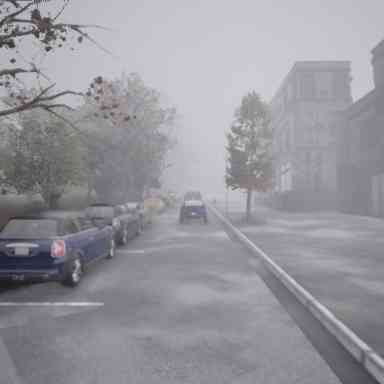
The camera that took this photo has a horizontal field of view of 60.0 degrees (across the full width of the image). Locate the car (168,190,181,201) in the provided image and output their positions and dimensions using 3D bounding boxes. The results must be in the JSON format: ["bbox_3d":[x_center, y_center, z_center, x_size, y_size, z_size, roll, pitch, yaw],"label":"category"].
[{"bbox_3d":[-3.643,0.952,59.593,2.097,1.535,5.008,0,0,2],"label":"car"}]

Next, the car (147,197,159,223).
[{"bbox_3d":[-3.650,1.333,20.596,2.231,1.521,4.892,0,0,2],"label":"car"}]

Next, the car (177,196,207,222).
[{"bbox_3d":[0.104,1.293,24.710,1.882,1.535,5.008,0,0,0],"label":"car"}]

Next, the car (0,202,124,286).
[{"bbox_3d":[-3.653,1.302,9.428,2.185,1.767,4.553,0,0,2],"label":"car"}]

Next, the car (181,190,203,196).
[{"bbox_3d":[0.109,0.883,41.115,2.150,2.045,5.566,0,1,0],"label":"car"}]

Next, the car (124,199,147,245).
[{"bbox_3d":[-3.652,1.255,14.999,2.185,1.767,4.553,0,0,2],"label":"car"}]

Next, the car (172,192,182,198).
[{"bbox_3d":[-3.639,0.728,81.873,2.097,1.535,5.008,0,0,2],"label":"car"}]

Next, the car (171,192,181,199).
[{"bbox_3d":[-3.633,0.778,76.493,1.946,1.575,5.366,0,0,2],"label":"car"}]

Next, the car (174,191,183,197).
[{"bbox_3d":[-3.639,0.499,92.986,2.185,1.767,4.553,0,0,2],"label":"car"}]

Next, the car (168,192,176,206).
[{"bbox_3d":[-3.644,1.152,42.916,2.163,1.488,4.792,0,0,2],"label":"car"}]

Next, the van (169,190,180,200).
[{"bbox_3d":[-3.637,0.611,70.853,1.878,1.987,4.442,0,0,2],"label":"van"}]

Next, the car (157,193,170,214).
[{"bbox_3d":[-3.640,1.226,31.930,1.946,1.575,5.366,0,0,2],"label":"car"}]
